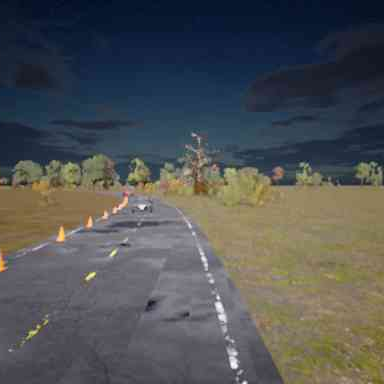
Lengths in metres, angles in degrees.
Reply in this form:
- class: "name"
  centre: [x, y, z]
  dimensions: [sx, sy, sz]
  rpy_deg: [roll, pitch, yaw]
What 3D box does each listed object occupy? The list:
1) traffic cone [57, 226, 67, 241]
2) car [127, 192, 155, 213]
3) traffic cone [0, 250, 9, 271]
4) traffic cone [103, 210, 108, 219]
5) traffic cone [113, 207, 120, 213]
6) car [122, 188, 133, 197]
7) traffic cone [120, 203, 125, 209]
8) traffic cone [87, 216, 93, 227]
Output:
- class: "traffic cone"
  centre: [-5.505, 1.751, 14.055]
  dimensions: [0.340, 0.580, 0.340]
  rpy_deg: [0, 1, -3]
- class: "car"
  centre: [-4.486, 1.041, 30.401]
  dimensions: [2.128, 1.511, 4.902]
  rpy_deg: [0, 1, -7]
- class: "traffic cone"
  centre: [-5.280, 1.824, 9.107]
  dimensions: [0.340, 0.580, 0.340]
  rpy_deg: [0, 1, -2]
- class: "traffic cone"
  centre: [-6.212, 1.605, 23.934]
  dimensions: [0.340, 0.580, 0.340]
  rpy_deg: [0, 1, -5]
- class: "traffic cone"
  centre: [-6.694, 1.532, 28.863]
  dimensions: [0.340, 0.580, 0.340]
  rpy_deg: [0, 1, -6]
- class: "car"
  centre: [-14.992, 0.038, 77.616]
  dimensions: [2.150, 2.045, 5.566]
  rpy_deg: [0, 1, -17]
- class: "traffic cone"
  centre: [-7.262, 1.458, 33.783]
  dimensions: [0.340, 0.580, 0.340]
  rpy_deg: [0, 1, -7]
- class: "traffic cone"
  centre: [-5.816, 1.678, 18.997]
  dimensions: [0.340, 0.580, 0.340]
  rpy_deg: [0, 1, -4]
